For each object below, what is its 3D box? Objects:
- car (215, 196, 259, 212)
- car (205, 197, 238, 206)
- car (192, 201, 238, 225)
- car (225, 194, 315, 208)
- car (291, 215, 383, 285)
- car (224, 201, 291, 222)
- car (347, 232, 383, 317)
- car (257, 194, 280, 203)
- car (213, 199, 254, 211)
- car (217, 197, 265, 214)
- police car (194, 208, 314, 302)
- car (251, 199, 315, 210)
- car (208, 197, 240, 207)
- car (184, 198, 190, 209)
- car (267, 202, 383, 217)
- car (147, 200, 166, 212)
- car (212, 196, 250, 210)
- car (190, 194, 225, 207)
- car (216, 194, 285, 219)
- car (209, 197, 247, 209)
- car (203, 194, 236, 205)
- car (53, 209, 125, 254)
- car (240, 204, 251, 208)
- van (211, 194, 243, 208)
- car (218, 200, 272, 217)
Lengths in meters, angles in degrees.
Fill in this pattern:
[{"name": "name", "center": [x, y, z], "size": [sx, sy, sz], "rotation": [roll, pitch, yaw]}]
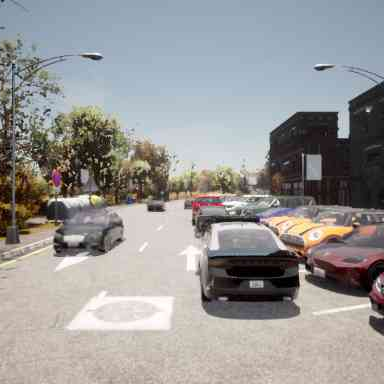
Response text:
[{"name": "car", "center": [5.205, 1.424, 38.676], "size": [4.553, 1.767, 2.185], "rotation": [1, 0, -20]}, {"name": "car", "center": [5.006, 1.613, 56.639], "size": [5.366, 1.575, 1.946], "rotation": [1, 0, -20]}, {"name": "car", "center": [1.108, 1.491, 18.359], "size": [1.882, 1.535, 5.008], "rotation": [0, 0, 0]}, {"name": "car", "center": [5.247, 1.251, 20.644], "size": [5.566, 2.045, 2.435], "rotation": [1, 0, -20]}, {"name": "car", "center": [5.250, 1.518, 8.648], "size": [4.792, 1.488, 2.163], "rotation": [1, 0, -20]}, {"name": "car", "center": [5.222, 1.545, 26.659], "size": [4.792, 1.488, 2.163], "rotation": [1, 0, -20]}, {"name": "car", "center": [5.289, 1.527, 5.656], "size": [4.674, 1.452, 2.002], "rotation": [1, 0, -20]}, {"name": "car", "center": [18.074, 1.464, 78.777], "size": [2.435, 2.045, 5.566], "rotation": [0, 0, -22]}, {"name": "car", "center": [5.232, 1.601, 41.684], "size": [4.674, 1.452, 2.002], "rotation": [1, 0, -20]}, {"name": "car", "center": [5.209, 1.414, 35.675], "size": [4.553, 1.767, 2.185], "rotation": [1, 0, -20]}, {"name": "police car", "center": [1.133, 1.428, 8.469], "size": [1.930, 1.638, 5.238], "rotation": [0, 0, 0]}, {"name": "car", "center": [5.298, 1.369, 14.669], "size": [4.553, 1.767, 2.185], "rotation": [1, 0, -20]}, {"name": "car", "center": [5.200, 1.647, 53.698], "size": [4.674, 1.452, 2.002], "rotation": [1, 0, -20]}, {"name": "car", "center": [-0.129, 1.587, 46.917], "size": [2.128, 1.511, 4.902], "rotation": [0, 0, 0]}, {"name": "car", "center": [5.303, 1.366, 11.668], "size": [4.553, 1.767, 2.185], "rotation": [1, 0, -20]}, {"name": "car", "center": [-4.139, 1.666, 38.836], "size": [1.895, 1.301, 4.718], "rotation": [0, 0, 0]}, {"name": "car", "center": [5.259, 1.447, 44.693], "size": [4.553, 1.767, 2.185], "rotation": [1, 0, -20]}, {"name": "car", "center": [1.097, 1.250, 24.390], "size": [2.150, 2.045, 5.566], "rotation": [0, 0, 0]}, {"name": "car", "center": [5.225, 1.271, 29.661], "size": [5.566, 2.045, 2.435], "rotation": [1, 0, -20]}, {"name": "car", "center": [5.209, 1.583, 47.696], "size": [5.008, 1.535, 2.097], "rotation": [1, -1, -20]}, {"name": "car", "center": [5.171, 1.391, 62.734], "size": [5.566, 2.045, 2.435], "rotation": [1, 0, -20]}, {"name": "car", "center": [-4.033, 1.499, 13.689], "size": [2.128, 1.511, 4.902], "rotation": [0, 0, 0]}, {"name": "car", "center": [5.257, 1.538, 17.666], "size": [4.674, 1.452, 2.002], "rotation": [1, 0, -20]}, {"name": "van", "center": [5.318, 1.371, 50.742], "size": [4.442, 1.987, 1.878], "rotation": [1, -1, -20]}, {"name": "car", "center": [5.219, 1.560, 32.660], "size": [4.792, 1.488, 2.163], "rotation": [1, 0, -20]}]
